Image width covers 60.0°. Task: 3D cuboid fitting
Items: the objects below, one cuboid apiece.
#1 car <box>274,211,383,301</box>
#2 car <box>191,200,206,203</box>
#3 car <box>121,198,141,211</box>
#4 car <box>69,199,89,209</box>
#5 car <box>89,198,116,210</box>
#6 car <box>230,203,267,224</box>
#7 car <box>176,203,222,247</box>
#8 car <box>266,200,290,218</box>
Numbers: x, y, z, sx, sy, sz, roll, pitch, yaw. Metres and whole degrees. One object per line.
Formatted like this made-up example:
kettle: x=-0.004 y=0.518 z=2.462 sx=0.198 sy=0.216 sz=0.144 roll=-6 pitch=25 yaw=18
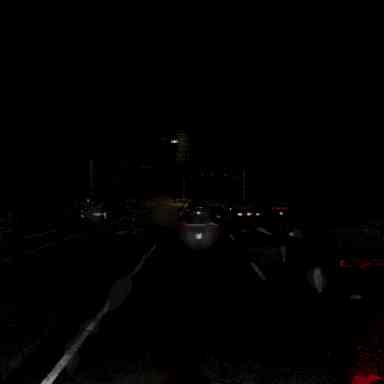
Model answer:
car: x=3.678 y=1.496 z=8.503 sx=1.882 sy=1.535 sz=5.008 roll=0 pitch=0 yaw=2
car: x=0.572 y=1.522 z=30.590 sx=1.837 sy=1.490 sz=4.892 roll=0 pitch=0 yaw=1
car: x=-7.477 y=1.517 z=41.122 sx=1.812 sy=1.442 sz=4.674 roll=0 pitch=0 yaw=1
car: x=-14.443 y=1.566 z=43.852 sx=1.895 sy=1.301 sz=4.718 roll=0 pitch=0 yaw=1
car: x=-10.963 y=1.469 z=42.181 sx=2.128 sy=1.511 sz=4.902 roll=0 pitch=0 yaw=1
car: x=3.973 y=1.576 z=25.368 sx=2.033 sy=1.411 sz=5.357 roll=0 pitch=0 yaw=1
car: x=0.322 y=1.500 z=15.190 sx=2.128 sy=1.511 sz=4.902 roll=0 pitch=0 yaw=1
car: x=7.572 y=1.549 z=30.510 sx=1.837 sy=1.490 sz=4.892 roll=0 pitch=0 yaw=1
